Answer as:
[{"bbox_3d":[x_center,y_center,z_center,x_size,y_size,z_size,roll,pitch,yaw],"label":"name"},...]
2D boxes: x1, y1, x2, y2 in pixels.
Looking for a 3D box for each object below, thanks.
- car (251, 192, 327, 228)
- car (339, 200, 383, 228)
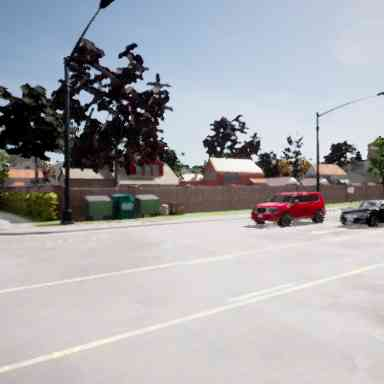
[{"bbox_3d":[6.295,1.040,21.289,5.566,2.045,2.150,-1,1,-35],"label":"car"},{"bbox_3d":[10.973,1.273,20.310,4.902,1.511,2.128,-1,1,-35],"label":"car"}]
